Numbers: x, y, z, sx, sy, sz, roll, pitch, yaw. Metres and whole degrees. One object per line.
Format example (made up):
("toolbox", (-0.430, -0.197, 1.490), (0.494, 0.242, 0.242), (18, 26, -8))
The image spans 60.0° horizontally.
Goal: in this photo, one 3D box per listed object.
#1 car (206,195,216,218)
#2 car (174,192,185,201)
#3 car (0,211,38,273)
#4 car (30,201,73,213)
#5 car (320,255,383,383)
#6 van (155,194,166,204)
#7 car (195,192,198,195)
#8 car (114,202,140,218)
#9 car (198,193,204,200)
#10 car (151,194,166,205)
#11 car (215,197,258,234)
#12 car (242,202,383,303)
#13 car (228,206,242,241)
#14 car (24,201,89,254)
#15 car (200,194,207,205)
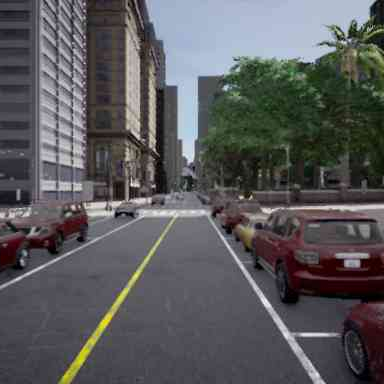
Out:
("car", (2.761, 1.312, 30.070), (2.192, 1.841, 5.009), (0, 0, 0))
("car", (-3.008, 1.431, 84.980), (1.812, 1.442, 4.674), (0, 0, 0))
("car", (-5.763, 1.441, 8.136), (1.967, 1.590, 4.097), (0, 0, 0))
("car", (-17.712, 1.888, 42.167), (4.674, 1.442, 1.812), (0, 0, 0))
("car", (2.763, 1.582, 2.636), (1.802, 1.307, 4.206), (0, 0, 0))
("van", (-5.767, 1.295, 62.067), (1.690, 1.788, 3.998), (0, 0, 0))
("car", (2.756, 1.197, 94.571), (2.192, 1.841, 5.009), (0, 0, 0))
("car", (-5.765, 1.563, 30.088), (1.947, 1.339, 4.313), (0, 0, 0))
("car", (2.758, 1.385, 67.469), (1.967, 1.590, 4.097), (0, 0, 0))
("car", (-5.766, 1.278, 56.647), (2.192, 1.841, 5.009), (0, 0, 0))
("car", (2.762, 1.317, 19.096), (2.192, 1.841, 5.009), (0, 0, 0))
("car", (2.762, 1.316, 8.123), (2.192, 1.841, 5.009), (0, 0, 0))
("car", (2.762, 1.527, 13.780), (1.752, 1.417, 4.829), (0, 0, 0))
("car", (-5.763, 1.316, 13.623), (2.192, 1.841, 5.009), (0, 0, 0))
("car", (2.758, 1.529, 56.629), (1.947, 1.339, 4.313), (0, 0, 0))
